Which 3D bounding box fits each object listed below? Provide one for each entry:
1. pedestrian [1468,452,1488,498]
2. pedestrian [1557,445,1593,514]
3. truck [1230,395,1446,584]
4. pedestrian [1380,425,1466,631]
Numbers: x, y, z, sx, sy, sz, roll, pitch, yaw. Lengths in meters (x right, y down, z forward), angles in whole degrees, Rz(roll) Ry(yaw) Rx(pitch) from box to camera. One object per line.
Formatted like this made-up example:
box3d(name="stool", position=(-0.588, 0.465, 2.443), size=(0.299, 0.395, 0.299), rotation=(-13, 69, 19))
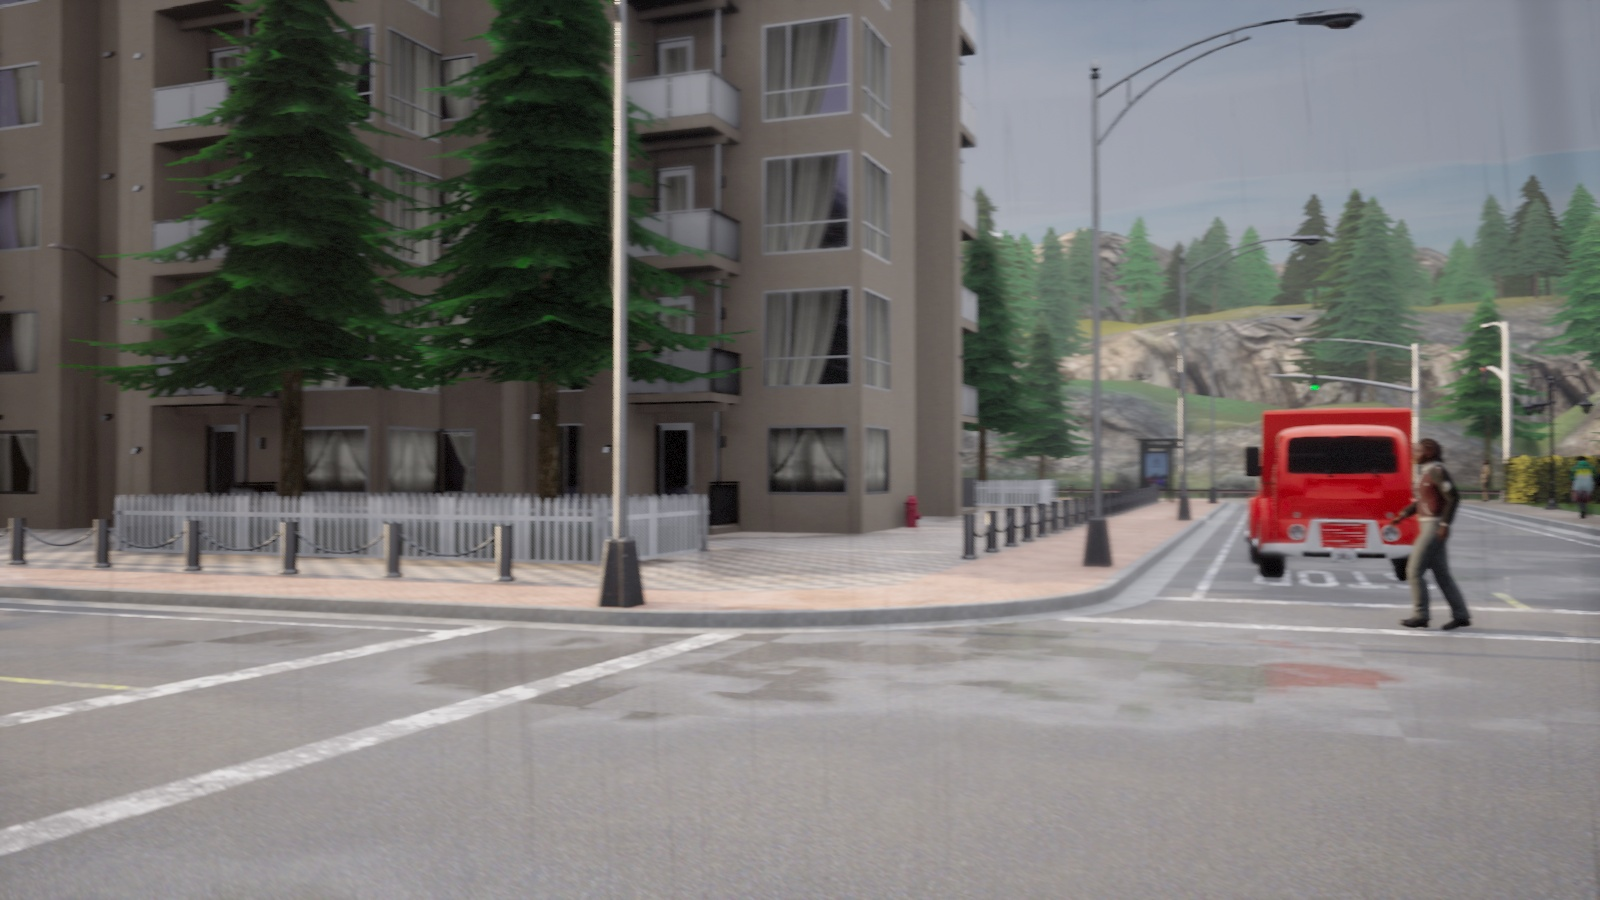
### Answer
box3d(name="pedestrian", position=(29.070, 1.071, 53.873), size=(0.692, 1.930, 0.396), rotation=(-1, -1, 32))
box3d(name="pedestrian", position=(22.175, 0.845, 35.931), size=(0.659, 1.952, 0.873), rotation=(-1, -1, 19))
box3d(name="truck", position=(8.098, 0.562, 19.312), size=(2.627, 2.467, 5.204), rotation=(-1, -1, 20))
box3d(name="pedestrian", position=(5.989, 0.741, 12.094), size=(0.666, 1.930, 0.402), rotation=(-1, -1, 20))
